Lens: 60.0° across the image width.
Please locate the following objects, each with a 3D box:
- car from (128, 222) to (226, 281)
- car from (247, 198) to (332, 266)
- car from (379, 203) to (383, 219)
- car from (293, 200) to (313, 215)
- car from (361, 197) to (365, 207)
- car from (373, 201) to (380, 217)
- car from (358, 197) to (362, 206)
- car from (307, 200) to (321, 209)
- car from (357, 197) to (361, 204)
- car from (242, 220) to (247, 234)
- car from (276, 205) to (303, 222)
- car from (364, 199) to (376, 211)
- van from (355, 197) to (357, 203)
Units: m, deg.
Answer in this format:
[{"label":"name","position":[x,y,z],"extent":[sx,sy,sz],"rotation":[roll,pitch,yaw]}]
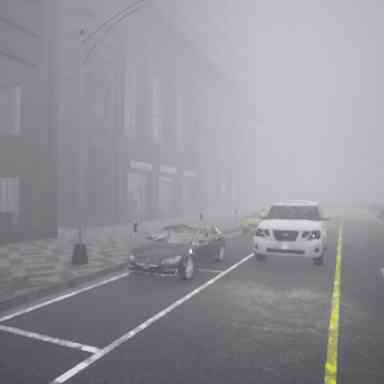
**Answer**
[{"label":"car","position":[-0.235,1.667,10.323],"extent":[2.008,1.369,4.403],"rotation":[0,0,25]},{"label":"car","position":[3.976,1.362,12.708],"extent":[2.150,2.045,5.566],"rotation":[0,-1,24]},{"label":"car","position":[16.860,1.824,27.260],"extent":[1.887,1.381,4.507],"rotation":[0,0,25]},{"label":"car","position":[13.769,1.862,41.027],"extent":[1.967,1.590,4.097],"rotation":[0,0,25]},{"label":"car","position":[28.530,1.962,52.848],"extent":[1.967,1.590,4.097],"rotation":[0,0,25]},{"label":"car","position":[19.194,1.895,32.378],"extent":[1.947,1.339,4.313],"rotation":[0,0,25]},{"label":"car","position":[33.197,2.162,63.082],"extent":[1.887,1.381,4.507],"rotation":[0,0,25]},{"label":"car","position":[20.769,2.132,56.378],"extent":[1.947,1.339,4.313],"rotation":[0,0,25]},{"label":"car","position":[35.531,2.215,68.199],"extent":[2.008,1.369,4.403],"rotation":[0,0,25]},{"label":"car","position":[4.362,1.746,20.402],"extent":[1.752,1.417,4.829],"rotation":[0,0,25]},{"label":"car","position":[9.100,1.906,30.792],"extent":[1.802,1.307,4.206],"rotation":[0,0,25]},{"label":"car","position":[26.196,2.019,47.730],"extent":[1.887,1.381,4.507],"rotation":[0,0,25]},{"label":"van","position":[42.534,2.145,83.552],"extent":[1.690,1.788,3.998],"rotation":[0,0,25]}]
